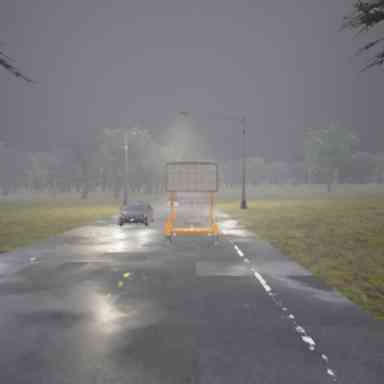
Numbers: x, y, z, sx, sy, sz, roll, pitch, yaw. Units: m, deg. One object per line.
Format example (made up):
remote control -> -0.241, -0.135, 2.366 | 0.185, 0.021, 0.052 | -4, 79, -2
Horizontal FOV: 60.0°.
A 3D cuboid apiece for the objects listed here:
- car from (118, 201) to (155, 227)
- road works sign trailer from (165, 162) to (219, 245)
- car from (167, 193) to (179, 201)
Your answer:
car -> -3.602, 1.398, 22.196 | 1.837, 1.490, 4.892 | 0, 0, 0
road works sign trailer -> -0.002, 0.404, 15.302 | 2.380, 3.560, 2.880 | 0, 0, 0
car -> -3.536, 0.998, 63.057 | 1.837, 1.490, 4.892 | 0, 1, 1
